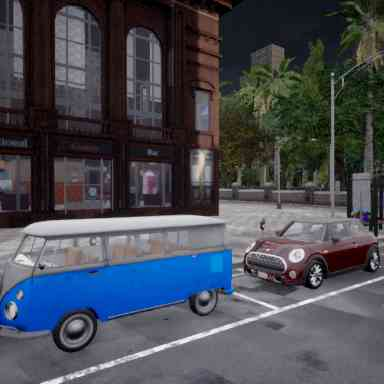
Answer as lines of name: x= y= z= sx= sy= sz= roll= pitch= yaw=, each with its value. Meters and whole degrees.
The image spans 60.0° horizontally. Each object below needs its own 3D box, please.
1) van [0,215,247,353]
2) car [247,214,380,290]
van: x=-1.114 y=1.341 z=5.866 sx=3.998 sy=1.788 sz=1.690 roll=0 pitch=0 yaw=-36
car: x=3.287 y=1.439 z=9.040 sx=4.097 sy=1.590 sz=1.967 roll=0 pitch=0 yaw=-36
